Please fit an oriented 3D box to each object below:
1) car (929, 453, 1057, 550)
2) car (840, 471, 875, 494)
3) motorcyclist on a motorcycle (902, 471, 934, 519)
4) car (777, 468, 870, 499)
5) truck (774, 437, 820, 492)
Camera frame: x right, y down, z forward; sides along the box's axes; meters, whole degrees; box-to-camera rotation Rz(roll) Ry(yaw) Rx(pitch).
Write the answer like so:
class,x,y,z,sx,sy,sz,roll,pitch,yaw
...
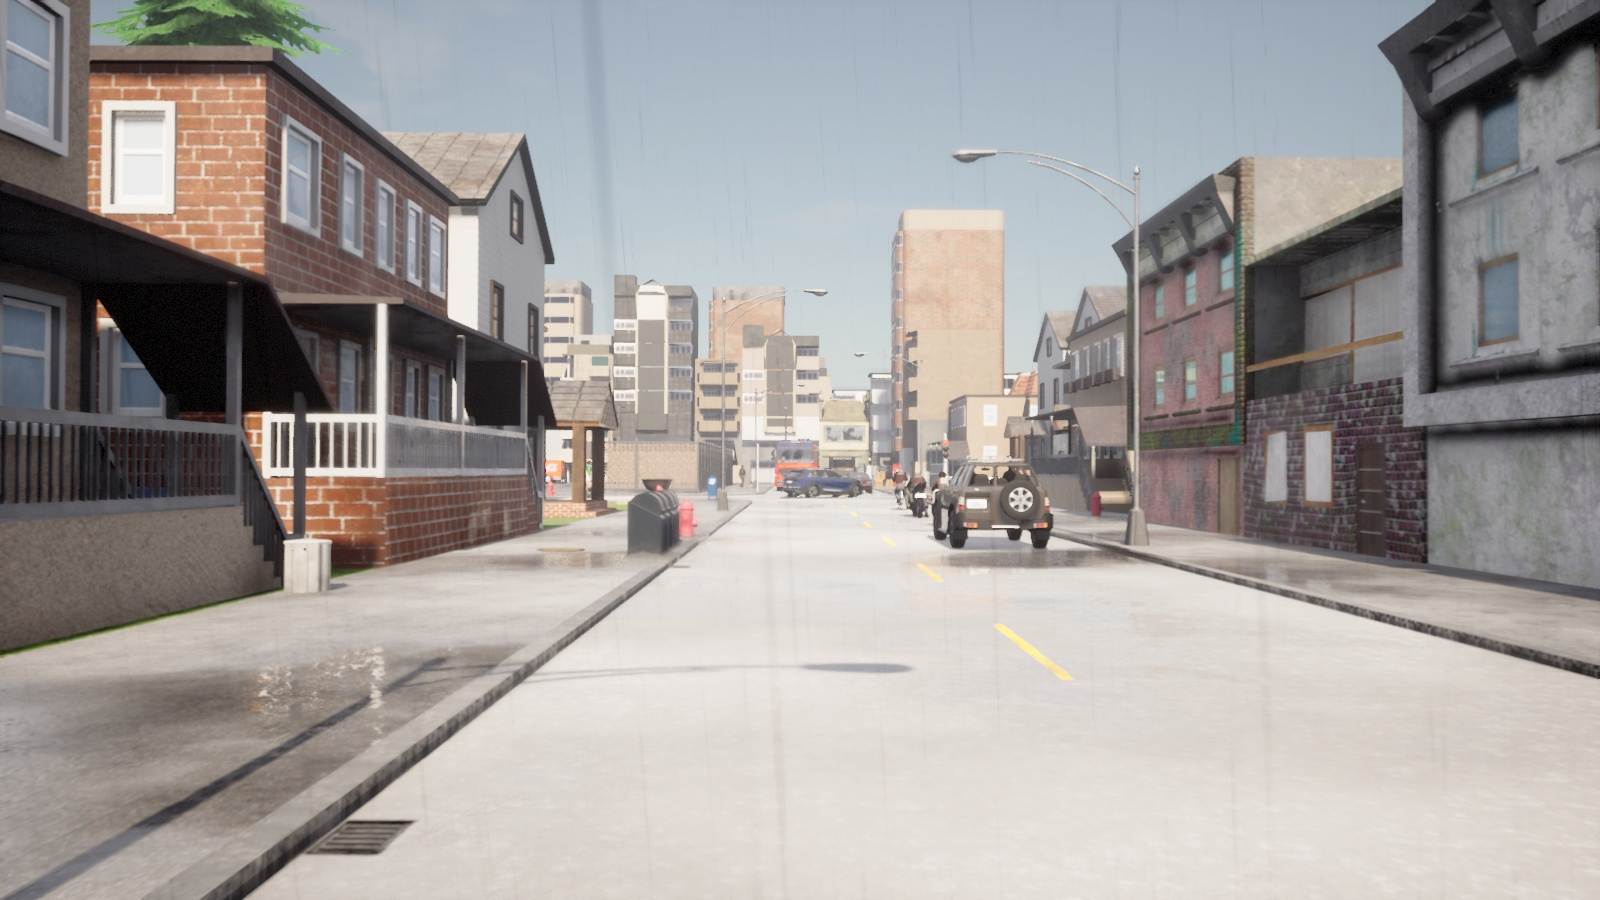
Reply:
class,x,y,z,sx,sy,sz,roll,pitch,yaw
car,3.932,1.018,26.294,1.932,1.855,4.605,0,-1,0
car,3.797,2.130,83.438,2.033,1.411,5.357,0,-1,-1
motorcyclist on a motorcycle,3.892,1.472,41.567,0.866,1.530,2.191,0,-1,0
car,1.322,1.799,68.947,4.856,1.649,2.033,1,-1,-36
truck,-0.162,1.052,91.169,2.891,3.827,8.468,0,-1,3
